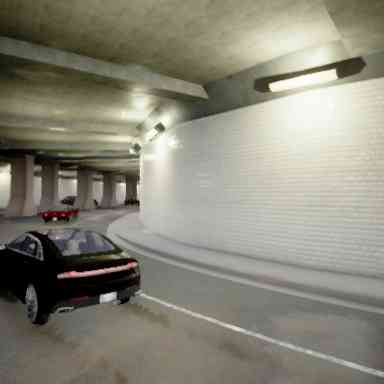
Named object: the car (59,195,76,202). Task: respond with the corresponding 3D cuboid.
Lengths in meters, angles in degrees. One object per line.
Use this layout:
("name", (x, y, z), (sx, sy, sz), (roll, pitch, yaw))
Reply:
("car", (-22.472, 1.667, 62.127), (2.150, 2.045, 5.566), (0, -1, 15))

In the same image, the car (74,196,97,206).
("car", (-19.107, 1.959, 61.054), (1.812, 1.442, 4.674), (0, -1, 14))

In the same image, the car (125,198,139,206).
("car", (-11.676, 2.055, 66.172), (1.837, 1.490, 4.892), (0, -1, 16))

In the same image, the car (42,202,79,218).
("car", (-10.682, 1.780, 27.426), (1.895, 1.301, 4.718), (1, -1, -7))

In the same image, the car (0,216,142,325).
("car", (-2.998, 1.542, 7.344), (2.128, 1.511, 4.902), (1, -1, -42))
